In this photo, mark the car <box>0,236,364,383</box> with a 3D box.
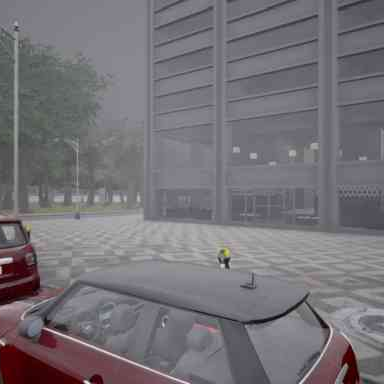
[{"bbox_3d":[-0.584,1.440,3.376,4.097,1.590,1.967,0,0,35],"label":"car"}]

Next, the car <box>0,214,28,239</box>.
[{"bbox_3d":[-5.015,1.315,6.528,5.009,1.841,2.192,0,0,35],"label":"car"}]
